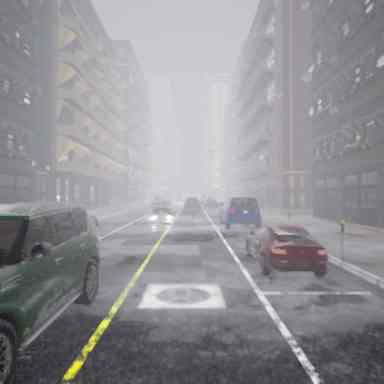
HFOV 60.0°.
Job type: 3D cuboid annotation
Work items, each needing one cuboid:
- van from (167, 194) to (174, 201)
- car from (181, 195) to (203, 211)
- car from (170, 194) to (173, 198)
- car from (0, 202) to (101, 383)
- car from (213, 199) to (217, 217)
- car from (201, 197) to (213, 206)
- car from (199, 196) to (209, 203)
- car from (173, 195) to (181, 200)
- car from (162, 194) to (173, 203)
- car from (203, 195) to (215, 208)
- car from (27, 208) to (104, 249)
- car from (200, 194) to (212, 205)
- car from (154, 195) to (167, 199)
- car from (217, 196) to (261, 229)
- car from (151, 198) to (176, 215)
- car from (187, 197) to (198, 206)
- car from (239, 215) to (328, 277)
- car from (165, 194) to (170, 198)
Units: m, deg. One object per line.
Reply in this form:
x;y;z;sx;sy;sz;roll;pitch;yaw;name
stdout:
-5.647;1.494;87.635;1.690;1.788;3.998;1;0;0;van
0.058;1.435;43.128;2.097;1.767;4.553;0;0;1;car
-5.655;1.653;70.844;1.752;1.417;4.829;1;0;0;car
-3.082;1.232;5.198;2.150;2.045;5.566;0;0;0;car
3.158;1.584;29.070;1.812;1.442;4.674;0;0;0;car
2.723;1.656;59.984;1.887;1.381;4.507;1;0;0;car
2.727;1.687;76.604;2.008;1.369;4.403;1;0;0;car
-2.978;1.547;76.242;1.837;1.490;4.892;0;0;0;car
-5.649;1.451;76.554;2.192;1.841;5.009;1;0;0;car
2.721;1.534;48.902;1.967;1.590;4.097;1;0;0;car
-5.671;1.578;15.608;1.887;1.381;4.507;1;0;0;car
2.728;1.435;65.523;2.192;1.841;5.009;1;0;0;car
-5.660;1.653;54.392;2.008;1.369;4.403;1;0;0;car
3.113;1.274;22.099;2.150;2.045;5.566;0;0;0;car
-3.083;1.670;35.461;1.895;1.301;4.718;0;0;0;car
0.062;1.589;58.897;1.882;1.535;5.008;0;-1;1;car
2.707;1.604;10.117;1.802;1.307;4.206;1;0;0;car
-5.654;1.426;59.933;2.192;1.841;5.009;1;0;0;car
